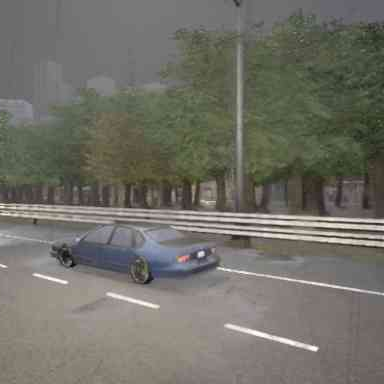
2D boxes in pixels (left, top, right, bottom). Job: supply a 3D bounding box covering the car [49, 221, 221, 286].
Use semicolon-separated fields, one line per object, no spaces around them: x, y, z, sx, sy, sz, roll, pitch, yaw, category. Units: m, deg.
-1.828;1.550;9.474;5.357;1.411;2.033;0;0;36;car
